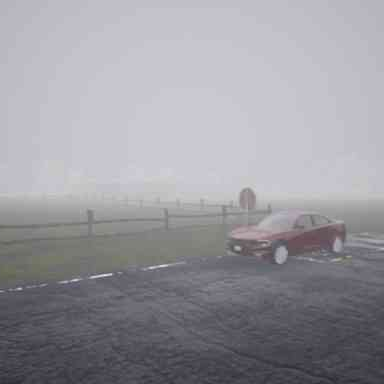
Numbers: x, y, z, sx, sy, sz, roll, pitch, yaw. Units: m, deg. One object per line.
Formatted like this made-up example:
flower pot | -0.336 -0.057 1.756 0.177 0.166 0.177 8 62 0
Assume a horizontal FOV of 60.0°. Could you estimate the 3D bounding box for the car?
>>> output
car | 3.376 1.413 11.553 5.008 1.535 1.882 0 0 -37
